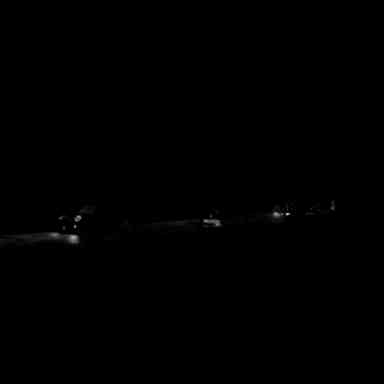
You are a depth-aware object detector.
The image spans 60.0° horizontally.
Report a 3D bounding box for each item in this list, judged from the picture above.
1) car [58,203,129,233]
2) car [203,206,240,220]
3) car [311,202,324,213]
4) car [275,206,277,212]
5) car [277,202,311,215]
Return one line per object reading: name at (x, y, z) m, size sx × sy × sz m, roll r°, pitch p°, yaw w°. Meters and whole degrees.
car at (-6.211, 1.577, 21.336) m, size 2.097 × 1.767 × 4.553 m, roll 0°, pitch -1°, yaw 35°
car at (3.139, 2.098, 34.528) m, size 1.895 × 1.301 × 4.718 m, roll 0°, pitch -1°, yaw 36°
car at (19.281, 2.415, 52.255) m, size 1.837 × 1.490 × 4.892 m, roll 0°, pitch -1°, yaw 36°
car at (14.158, 2.216, 49.807) m, size 2.097 × 1.767 × 4.553 m, roll 0°, pitch -1°, yaw 36°
car at (13.549, 2.296, 44.136) m, size 2.033 × 1.411 × 5.357 m, roll 0°, pitch -1°, yaw 36°
